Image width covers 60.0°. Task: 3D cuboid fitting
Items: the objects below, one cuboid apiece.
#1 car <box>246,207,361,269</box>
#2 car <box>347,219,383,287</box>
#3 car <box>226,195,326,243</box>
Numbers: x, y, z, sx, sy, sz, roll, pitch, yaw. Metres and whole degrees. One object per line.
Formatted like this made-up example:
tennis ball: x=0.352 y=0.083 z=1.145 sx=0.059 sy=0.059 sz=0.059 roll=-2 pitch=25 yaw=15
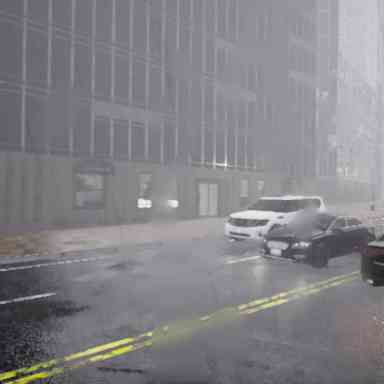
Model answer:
car: x=4.353 y=1.464 z=11.168 sx=4.902 sy=1.511 sz=2.128 roll=0 pitch=0 yaw=-38
car: x=6.004 y=1.448 z=8.071 sx=5.008 sy=1.535 sz=1.882 roll=0 pitch=0 yaw=-38
car: x=4.018 y=1.188 z=15.013 sx=5.566 sy=2.045 sz=2.150 roll=0 pitch=0 yaw=-39
